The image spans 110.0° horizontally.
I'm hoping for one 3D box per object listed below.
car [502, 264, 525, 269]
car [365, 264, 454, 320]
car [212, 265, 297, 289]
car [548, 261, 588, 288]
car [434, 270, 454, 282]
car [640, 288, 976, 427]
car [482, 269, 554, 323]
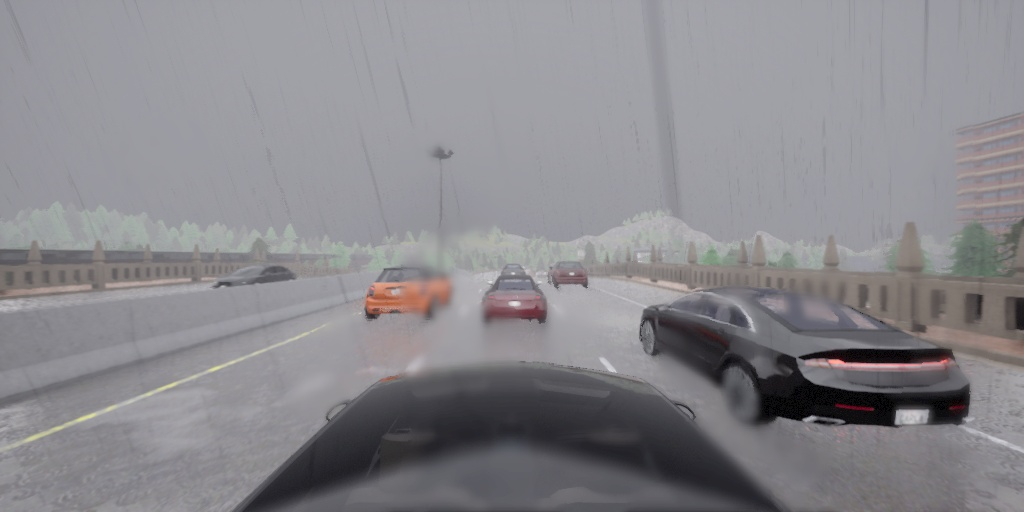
[{"bbox_3d":[0.100,1.346,29.484,1.994,1.385,4.181,0,-1,0],"label":"car"},{"bbox_3d":[-3.399,1.102,12.737,2.097,1.767,4.553,0,0,0],"label":"car"},{"bbox_3d":[-14.092,1.253,19.987,1.837,1.490,4.892,0,0,0],"label":"car"},{"bbox_3d":[3.600,1.103,23.714,2.097,1.767,4.553,0,0,0],"label":"car"},{"bbox_3d":[-10.506,3.149,55.825,2.128,1.511,4.902,0,-7,0],"label":"car"},{"bbox_3d":[3.602,1.242,5.653,2.128,1.511,4.902,0,0,0],"label":"car"},{"bbox_3d":[0.100,1.314,12.070,1.994,1.385,4.181,0,0,0],"label":"car"}]
